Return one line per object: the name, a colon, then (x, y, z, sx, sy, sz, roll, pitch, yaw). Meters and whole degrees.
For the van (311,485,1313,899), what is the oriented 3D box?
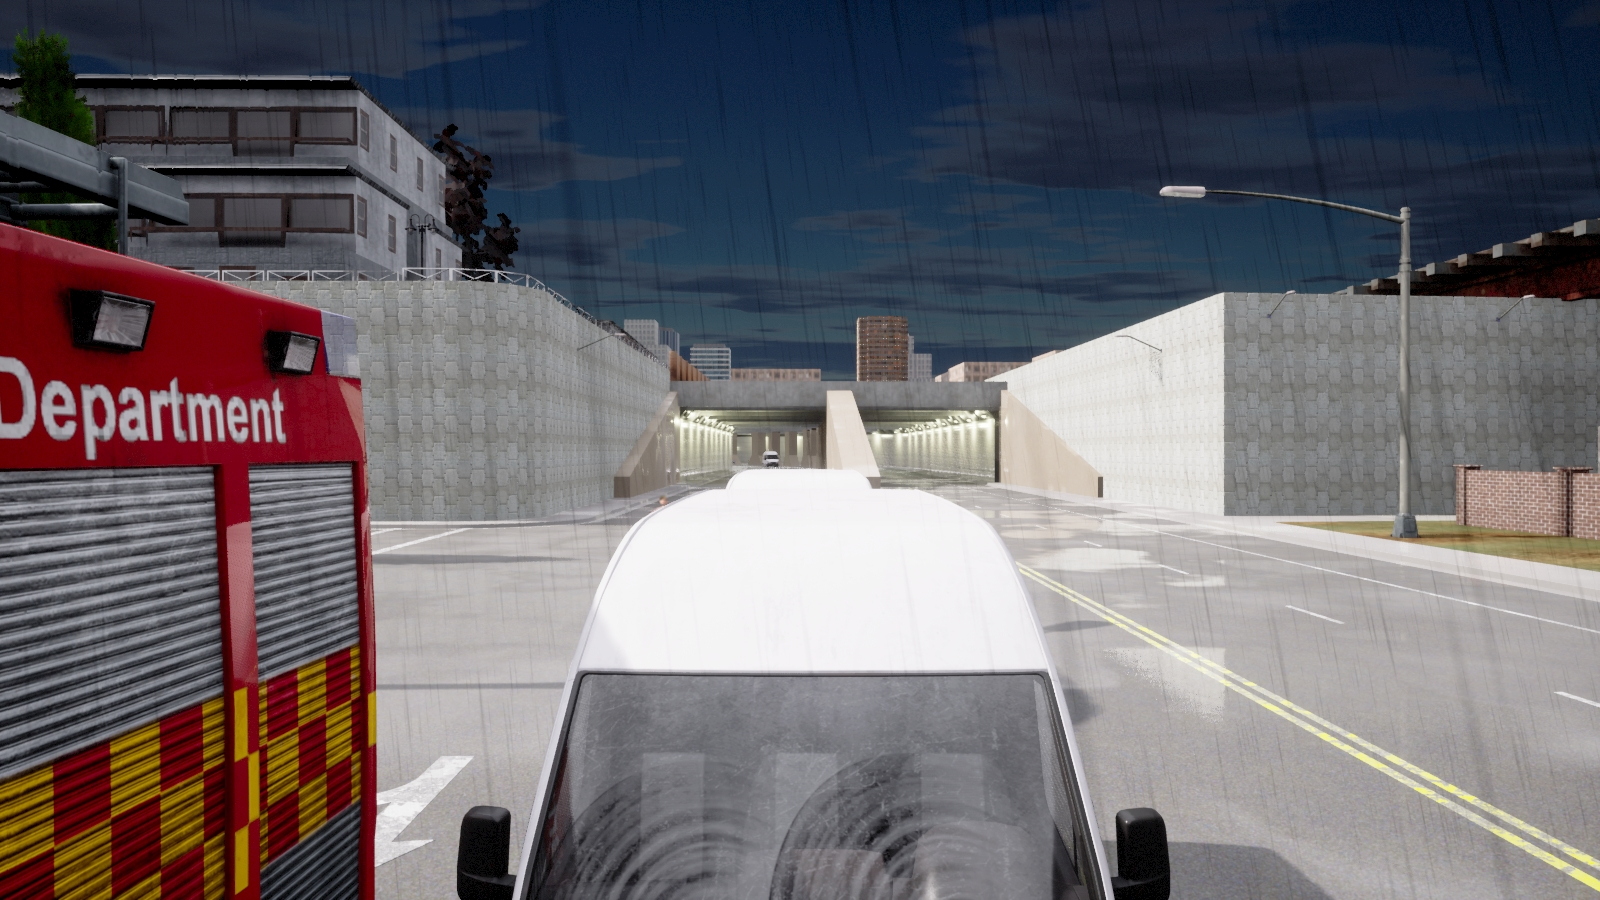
van: (0.047, 1.534, 5.226, 1.988, 2.561, 5.915, 0, 0, 1)
